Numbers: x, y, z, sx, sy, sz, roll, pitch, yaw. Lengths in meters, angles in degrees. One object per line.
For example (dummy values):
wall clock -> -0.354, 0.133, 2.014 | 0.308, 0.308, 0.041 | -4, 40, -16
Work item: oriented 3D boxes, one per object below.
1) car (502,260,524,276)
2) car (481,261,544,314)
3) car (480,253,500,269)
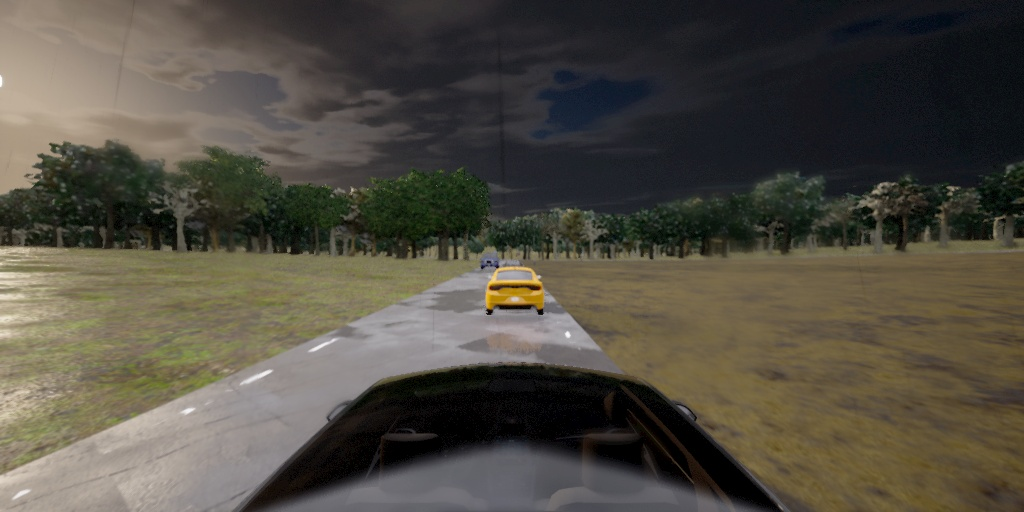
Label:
car -> 0.098, 1.096, 33.890 | 1.895, 1.301, 4.718 | 0, 0, 0
car -> 0.096, 1.137, 13.328 | 1.882, 1.535, 5.008 | 0, 0, 0
car -> -2.754, 0.652, 45.396 | 2.150, 2.045, 5.566 | 0, 0, 0
